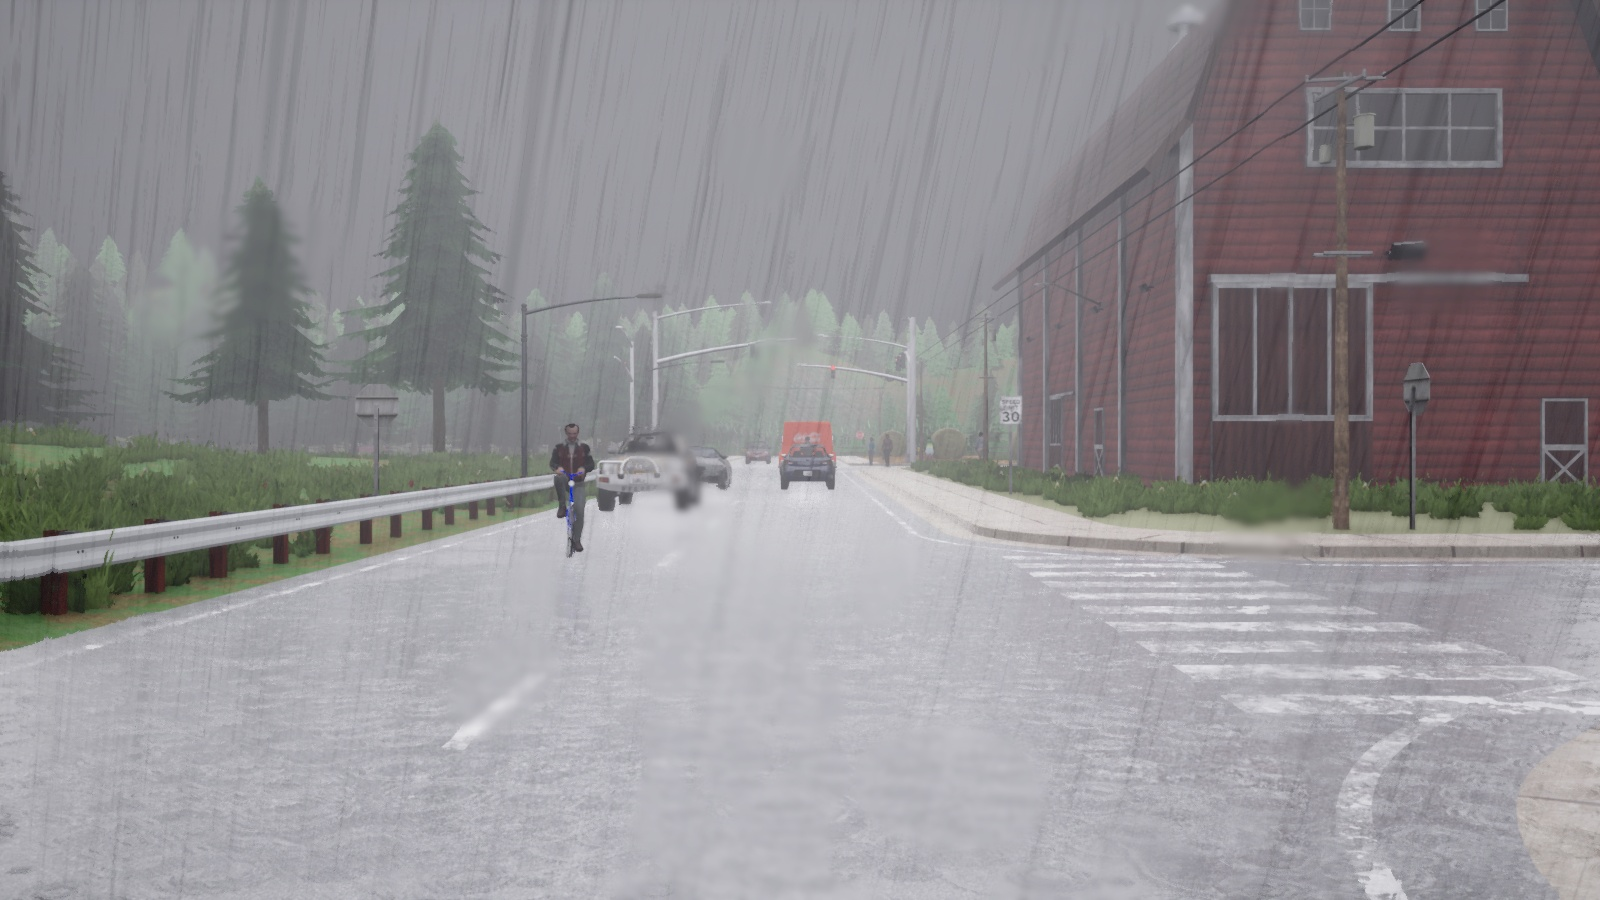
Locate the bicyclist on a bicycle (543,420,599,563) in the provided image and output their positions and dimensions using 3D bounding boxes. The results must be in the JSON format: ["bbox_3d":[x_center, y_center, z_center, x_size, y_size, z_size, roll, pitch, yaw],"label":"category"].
[{"bbox_3d":[-3.035,0.521,16.610,0.659,1.776,1.843,1,0,-11],"label":"bicyclist on a bicycle"}]

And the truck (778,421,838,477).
[{"bbox_3d":[0.345,-0.065,57.582,2.627,2.467,5.204,0,0,0],"label":"truck"}]

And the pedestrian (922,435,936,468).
[{"bbox_3d":[7.653,0.108,74.395,0.659,1.952,0.873,0,0,-4],"label":"pedestrian"}]

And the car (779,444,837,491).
[{"bbox_3d":[0.253,0.526,41.552,1.816,1.474,4.193,0,0,0],"label":"car"}]

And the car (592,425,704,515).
[{"bbox_3d":[-3.323,0.400,28.296,1.932,1.855,4.605,0,1,0],"label":"car"}]

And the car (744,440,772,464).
[{"bbox_3d":[-2.973,0.139,89.313,1.851,1.617,3.988,0,0,0],"label":"car"}]

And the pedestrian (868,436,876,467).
[{"bbox_3d":[4.439,0.087,77.750,0.396,1.930,0.692,0,0,-4],"label":"pedestrian"}]

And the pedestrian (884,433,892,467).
[{"bbox_3d":[4.730,-0.003,67.500,0.328,1.805,0.869,0,0,9],"label":"pedestrian"}]

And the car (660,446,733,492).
[{"bbox_3d":[-3.254,0.580,40.286,1.994,1.385,4.181,0,0,0],"label":"car"}]
